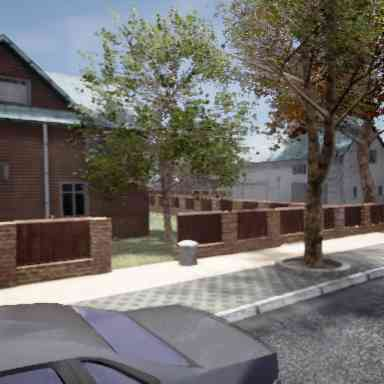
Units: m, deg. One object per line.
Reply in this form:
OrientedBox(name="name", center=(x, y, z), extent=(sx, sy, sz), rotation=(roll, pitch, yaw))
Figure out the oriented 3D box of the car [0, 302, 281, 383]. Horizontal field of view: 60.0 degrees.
OrientedBox(name="car", center=(-1.726, 1.549, 1.837), extent=(5.357, 1.411, 2.033), rotation=(0, 0, -35))
